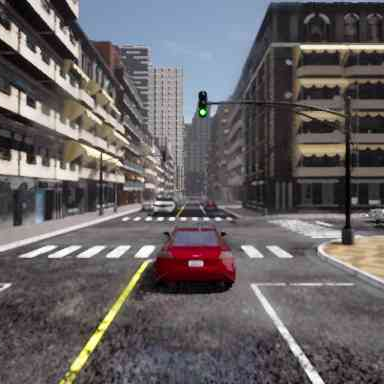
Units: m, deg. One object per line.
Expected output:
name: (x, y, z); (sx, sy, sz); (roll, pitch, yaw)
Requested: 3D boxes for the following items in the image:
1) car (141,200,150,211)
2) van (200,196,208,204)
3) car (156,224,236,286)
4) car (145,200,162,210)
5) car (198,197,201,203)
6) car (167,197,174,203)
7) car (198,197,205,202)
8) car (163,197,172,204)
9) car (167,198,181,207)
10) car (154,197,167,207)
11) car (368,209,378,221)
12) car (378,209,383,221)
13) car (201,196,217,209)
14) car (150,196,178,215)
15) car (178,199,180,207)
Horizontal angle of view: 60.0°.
car: (-5.680, 1.799, 43.756); (2.008, 1.369, 4.403); (0, 0, 0)
van: (2.712, 1.798, 76.914); (1.690, 1.788, 3.998); (-1, 0, 0)
car: (0.102, 1.617, 9.627); (1.994, 1.385, 4.181); (0, 0, 0)
car: (-5.678, 1.849, 49.283); (1.947, 1.339, 4.313); (0, 0, 0)
car: (2.710, 1.937, 65.858); (2.008, 1.369, 4.403); (-1, 0, 0)
car: (-5.662, 2.112, 87.978); (1.802, 1.307, 4.206); (-1, 0, 0)
car: (2.720, 2.112, 93.497); (1.887, 1.381, 4.507); (-1, 0, 0)
car: (-5.667, 1.981, 76.752); (1.752, 1.417, 4.829); (-1, 0, 0)
car: (-2.995, 1.826, 57.598); (2.128, 1.511, 4.902); (0, 0, 1)
car: (-5.675, 1.791, 60.339); (1.967, 1.590, 4.097); (-1, 0, 0)
car: (15.008, 1.455, 23.262); (4.718, 1.301, 1.895); (-1, 0, -1)
car: (14.347, 1.474, 20.212); (4.718, 1.301, 1.895); (-1, 0, 1)
car: (2.701, 1.723, 49.275); (1.967, 1.590, 4.097); (-1, 0, 0)
car: (-3.065, 1.431, 37.345); (2.150, 2.045, 5.566); (0, 0, 0)
car: (-3.057, 1.835, 47.405); (1.994, 1.385, 4.181); (0, 0, 1)
